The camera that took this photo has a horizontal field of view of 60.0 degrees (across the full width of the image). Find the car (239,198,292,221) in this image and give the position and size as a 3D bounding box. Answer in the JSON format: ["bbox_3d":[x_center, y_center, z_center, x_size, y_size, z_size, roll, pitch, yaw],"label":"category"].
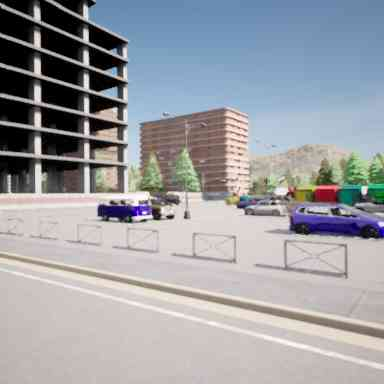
[{"bbox_3d":[6.717,1.528,30.440,3.806,1.475,1.970,-1,0,36],"label":"car"}]

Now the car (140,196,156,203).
[{"bbox_3d":[-11.525,1.945,86.821,1.851,1.617,3.988,-1,0,36],"label":"car"}]

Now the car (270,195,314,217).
[{"bbox_3d":[9.930,1.286,35.000,4.605,1.855,1.932,-1,0,36],"label":"car"}]

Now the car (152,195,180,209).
[{"bbox_3d":[-4.641,1.623,64.241,2.150,2.045,5.566,-1,-1,36],"label":"car"}]

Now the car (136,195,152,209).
[{"bbox_3d":[-8.044,1.929,65.508,2.128,1.511,4.902,-1,-1,36],"label":"car"}]

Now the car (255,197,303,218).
[{"bbox_3d":[8.407,1.497,32.790,3.905,1.438,1.784,-1,0,36],"label":"car"}]
